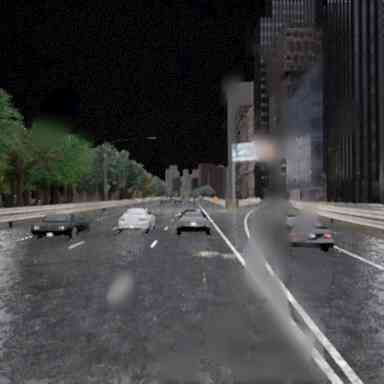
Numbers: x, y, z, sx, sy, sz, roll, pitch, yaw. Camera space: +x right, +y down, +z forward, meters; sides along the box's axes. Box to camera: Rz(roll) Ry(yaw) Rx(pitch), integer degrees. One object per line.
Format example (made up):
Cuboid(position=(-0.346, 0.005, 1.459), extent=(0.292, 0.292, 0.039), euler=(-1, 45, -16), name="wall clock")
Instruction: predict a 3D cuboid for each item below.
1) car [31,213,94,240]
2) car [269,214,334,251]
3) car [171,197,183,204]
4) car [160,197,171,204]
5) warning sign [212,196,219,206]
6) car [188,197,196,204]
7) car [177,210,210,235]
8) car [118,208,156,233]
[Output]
Cuboid(position=(-6.923, 1.799, 18.397), extent=(1.895, 1.301, 4.718), euler=(0, -1, 0), name="car")
Cuboid(position=(4.679, 1.706, 14.837), extent=(2.033, 1.411, 5.357), euler=(0, -1, 6), name="car")
Cuboid(position=(-3.576, 2.128, 87.371), extent=(2.097, 1.767, 4.553), euler=(0, 0, 0), name="car")
Cuboid(position=(-7.076, 2.127, 87.334), extent=(2.097, 1.767, 4.553), euler=(0, 0, 0), name="car")
Cuboid(position=(4.483, 1.723, 63.615), extent=(1.300, 1.860, 1.060), euler=(-1, -1, 0), name="warning sign")
Cuboid(position=(-0.075, 2.324, 87.368), extent=(1.994, 1.385, 4.181), euler=(0, 0, 0), name="car")
Cuboid(position=(0.082, 1.786, 20.654), extent=(1.994, 1.385, 4.181), euler=(0, -1, 0), name="car")
Cuboid(position=(-3.419, 1.753, 21.126), extent=(1.812, 1.442, 4.674), euler=(0, -1, 0), name="car")
